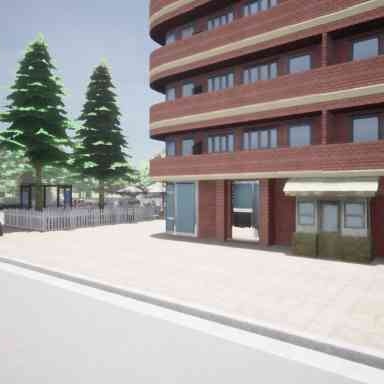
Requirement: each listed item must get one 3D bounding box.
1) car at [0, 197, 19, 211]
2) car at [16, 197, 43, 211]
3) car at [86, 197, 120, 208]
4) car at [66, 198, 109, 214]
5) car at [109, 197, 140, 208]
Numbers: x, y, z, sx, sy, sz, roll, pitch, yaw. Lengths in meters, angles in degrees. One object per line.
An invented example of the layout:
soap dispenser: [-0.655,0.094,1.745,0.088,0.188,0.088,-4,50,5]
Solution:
car: [-20.498,1.296,36.963,2.097,1.767,4.553,0,0,38]
car: [-16.428,1.508,36.513,1.994,1.385,4.181,0,0,38]
car: [-12.545,1.508,47.024,1.994,1.385,4.181,0,0,40]
car: [-10.658,1.508,32.256,1.994,1.385,4.181,0,0,37]
car: [-9.371,1.448,45.443,1.837,1.490,4.892,0,0,40]
